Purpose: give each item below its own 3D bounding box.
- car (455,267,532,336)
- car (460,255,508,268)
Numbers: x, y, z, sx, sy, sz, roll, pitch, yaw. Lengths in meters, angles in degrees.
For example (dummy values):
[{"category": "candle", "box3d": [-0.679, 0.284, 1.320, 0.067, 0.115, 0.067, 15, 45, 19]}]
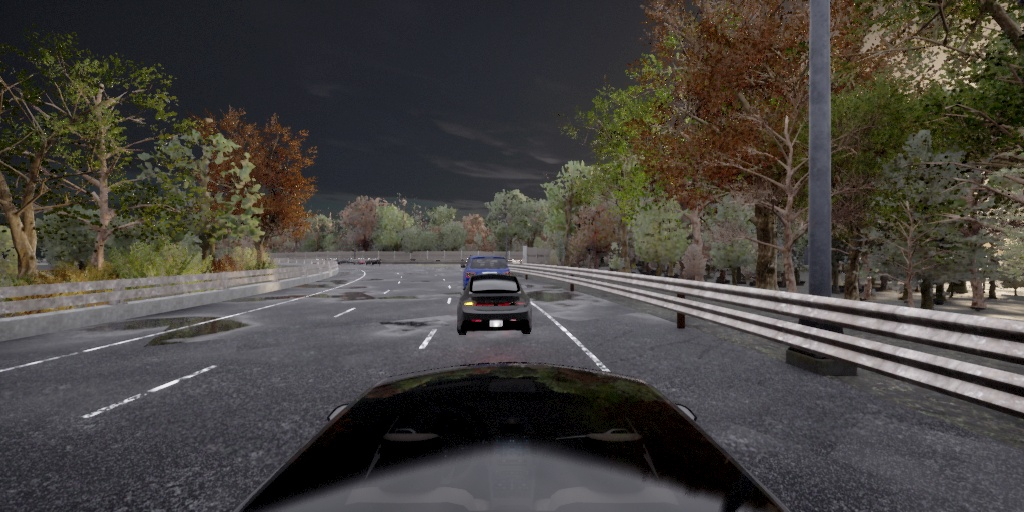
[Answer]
[{"category": "car", "box3d": [-0.569, 1.256, 10.437, 1.837, 1.490, 4.892, 0, 0, -5]}, {"category": "car", "box3d": [-1.362, 0.974, 18.031, 2.150, 2.045, 5.566, 0, 0, -9]}]
